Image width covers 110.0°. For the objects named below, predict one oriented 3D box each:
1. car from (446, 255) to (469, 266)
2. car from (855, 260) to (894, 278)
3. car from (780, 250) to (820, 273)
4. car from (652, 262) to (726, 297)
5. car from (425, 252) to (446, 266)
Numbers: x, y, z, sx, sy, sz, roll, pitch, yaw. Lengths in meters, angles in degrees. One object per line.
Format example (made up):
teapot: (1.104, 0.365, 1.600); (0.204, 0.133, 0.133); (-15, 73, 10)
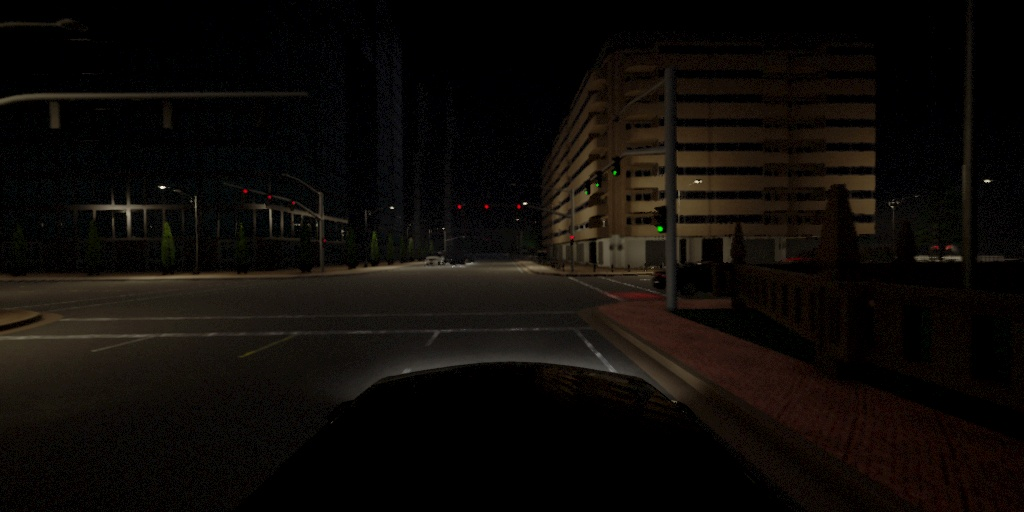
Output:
car: (-8.234, 0.763, 54.628); (2.033, 1.411, 5.357); (-1, 1, -1)
car: (24.469, 0.933, 24.307); (4.718, 1.301, 1.895); (-1, 1, -2)
car: (23.750, 0.520, 27.783); (5.566, 2.045, 2.150); (-1, 1, -2)
car: (9.193, 1.031, 16.766); (5.008, 1.535, 1.882); (-1, 1, -2)
car: (-11.743, 0.464, 54.785); (2.150, 2.045, 5.566); (-1, 1, -1)
